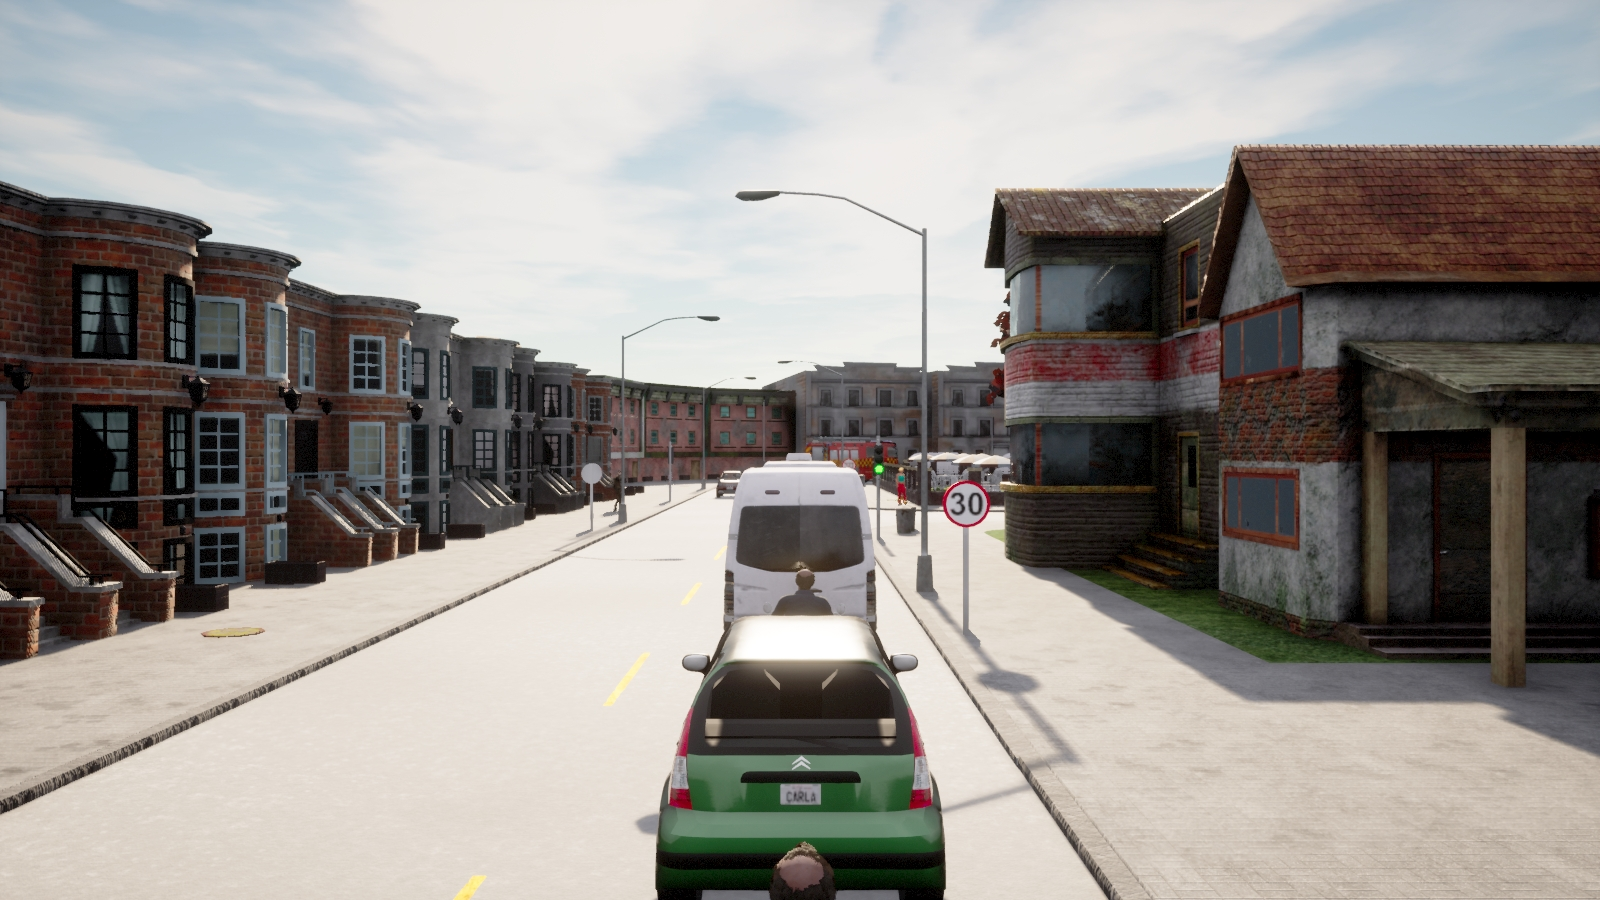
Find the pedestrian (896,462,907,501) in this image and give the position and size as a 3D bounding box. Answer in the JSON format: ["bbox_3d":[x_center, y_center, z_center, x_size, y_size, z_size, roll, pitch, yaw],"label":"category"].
[{"bbox_3d":[4.855,1.495,54.735,0.375,1.860,0.375,0,0,-21],"label":"pedestrian"}]

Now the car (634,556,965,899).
[{"bbox_3d":[-0.003,1.776,8.384,1.851,1.617,3.988,0,0,0],"label":"car"}]

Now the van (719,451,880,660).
[{"bbox_3d":[-0.006,1.308,17.054,1.988,2.561,5.915,0,0,0],"label":"van"}]

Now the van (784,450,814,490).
[{"bbox_3d":[-0.059,1.286,76.777,1.988,2.561,5.915,0,0,0],"label":"van"}]

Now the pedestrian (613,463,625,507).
[{"bbox_3d":[-7.773,1.507,48.944,0.375,1.860,0.375,0,0,19],"label":"pedestrian"}]

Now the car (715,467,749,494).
[{"bbox_3d":[-4.014,1.781,67.520,1.789,1.549,3.705,0,0,0],"label":"car"}]
